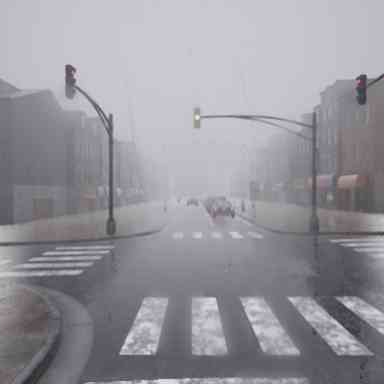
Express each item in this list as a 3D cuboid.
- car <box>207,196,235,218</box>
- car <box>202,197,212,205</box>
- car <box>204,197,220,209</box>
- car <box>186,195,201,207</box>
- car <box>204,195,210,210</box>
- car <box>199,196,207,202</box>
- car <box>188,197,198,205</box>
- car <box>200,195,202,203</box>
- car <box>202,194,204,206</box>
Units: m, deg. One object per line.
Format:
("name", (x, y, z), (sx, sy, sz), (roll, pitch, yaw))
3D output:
("car", (2.700, 1.473, 29.974), (1.967, 1.590, 4.097), (-1, 0, 0))
("car", (2.776, 1.654, 62.558), (1.752, 1.417, 4.829), (-1, 0, 0))
("car", (2.737, 1.513, 46.181), (1.967, 1.590, 4.097), (-1, 0, 0))
("car", (0.129, 1.606, 55.037), (1.837, 1.490, 4.892), (0, 0, 0))
("car", (2.711, 1.360, 35.377), (2.192, 1.841, 5.009), (-1, 0, 0))
("car", (2.827, 1.800, 83.997), (1.802, 1.307, 4.206), (-1, 0, 0))
("car", (0.154, 1.703, 65.457), (1.994, 1.385, 4.181), (0, 0, 0))
("car", (2.750, 1.530, 51.584), (1.967, 1.590, 4.097), (-1, 0, 0))
("car", (2.723, 1.373, 40.779), (2.192, 1.841, 5.009), (-1, 0, 0))
